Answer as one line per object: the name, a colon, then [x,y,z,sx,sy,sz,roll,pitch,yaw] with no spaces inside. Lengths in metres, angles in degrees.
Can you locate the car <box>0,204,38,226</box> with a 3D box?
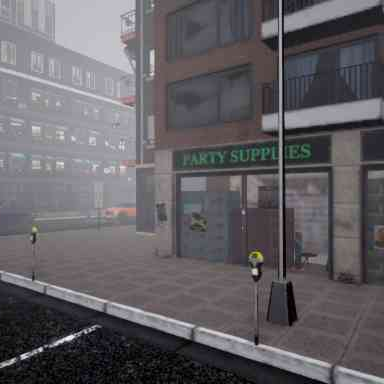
car: [-13.642,1.822,24.028,1.994,1.385,4.181,0,-1,35]

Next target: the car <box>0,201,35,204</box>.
car: [-14.952,1.609,26.714,2.192,1.841,5.009,-1,-2,35]

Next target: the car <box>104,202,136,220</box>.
car: [-6.755,1.828,33.922,2.097,1.767,4.553,0,-1,35]
